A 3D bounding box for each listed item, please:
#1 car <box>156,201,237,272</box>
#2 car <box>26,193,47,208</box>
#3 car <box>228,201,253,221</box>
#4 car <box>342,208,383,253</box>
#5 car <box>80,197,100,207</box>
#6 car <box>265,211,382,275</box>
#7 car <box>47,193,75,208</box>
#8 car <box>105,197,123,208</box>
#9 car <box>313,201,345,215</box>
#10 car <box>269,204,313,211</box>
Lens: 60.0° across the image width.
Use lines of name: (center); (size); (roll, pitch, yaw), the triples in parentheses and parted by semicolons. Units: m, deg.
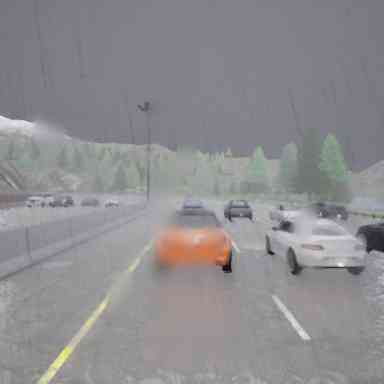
car: (0.069, 1.327, 10.891); (2.097, 1.767, 4.553); (0, 0, 0)
car: (-21.448, 1.121, 47.193); (2.150, 2.045, 5.566); (0, 0, -4)
car: (3.572, 1.436, 26.278); (2.128, 1.511, 4.902); (0, 0, 0)
car: (7.068, 1.467, 10.634); (2.128, 1.511, 4.902); (0, 0, 0)
car: (-14.472, 1.461, 47.477); (1.994, 1.385, 4.181); (0, 0, -4)
car: (3.566, 1.505, 10.280); (1.812, 1.442, 4.674); (0, -1, 0)
car: (-17.913, 1.252, 46.143); (2.097, 1.767, 4.553); (0, 0, -3)
car: (-10.937, 1.424, 46.933); (1.812, 1.442, 4.674); (0, 0, -3)
car: (10.572, 1.451, 26.300); (1.837, 1.490, 4.892); (0, 1, 0)
car: (7.064, 1.548, 24.755); (1.895, 1.301, 4.718); (0, 0, 0)
